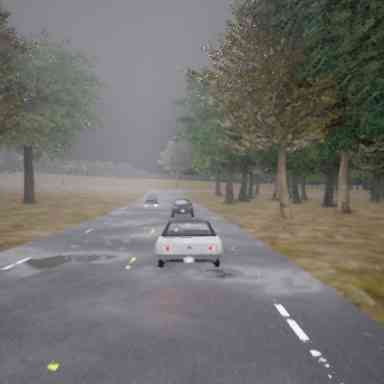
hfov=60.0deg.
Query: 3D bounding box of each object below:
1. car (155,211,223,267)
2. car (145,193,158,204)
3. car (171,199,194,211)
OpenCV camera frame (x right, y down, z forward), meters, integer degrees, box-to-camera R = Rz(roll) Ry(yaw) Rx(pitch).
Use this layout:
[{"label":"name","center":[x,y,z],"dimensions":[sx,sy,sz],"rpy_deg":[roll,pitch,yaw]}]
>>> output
[{"label":"car","center":[-0.113,1.543,11.216],"dimensions":[1.895,1.301,4.718],"rpy_deg":[0,0,-1]},{"label":"car","center":[-6.066,1.013,50.061],"dimensions":[1.837,1.490,4.892],"rpy_deg":[0,1,-4]},{"label":"car","center":[-0.844,1.294,28.500],"dimensions":[1.812,1.442,4.674],"rpy_deg":[0,1,-3]}]
